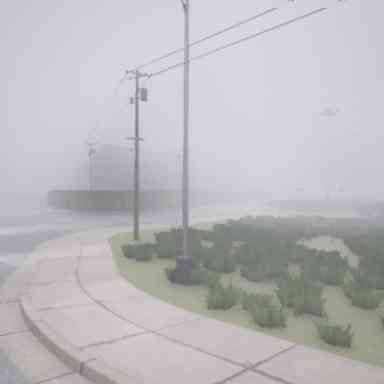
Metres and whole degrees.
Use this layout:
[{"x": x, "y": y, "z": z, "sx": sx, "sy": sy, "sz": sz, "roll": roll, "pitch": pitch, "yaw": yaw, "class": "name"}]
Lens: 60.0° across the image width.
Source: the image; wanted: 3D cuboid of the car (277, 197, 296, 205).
[{"x": 17.564, "y": 1.577, "z": 61.656, "sx": 1.895, "sy": 1.301, "sz": 4.718, "roll": 0, "pitch": 0, "yaw": 35, "class": "car"}]

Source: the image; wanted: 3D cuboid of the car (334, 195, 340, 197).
[{"x": 35.093, "y": 1.468, "z": 80.905, "sx": 1.812, "sy": 1.442, "sz": 4.674, "roll": 0, "pitch": 0, "yaw": 35, "class": "car"}]

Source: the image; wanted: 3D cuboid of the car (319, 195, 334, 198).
[{"x": 28.027, "y": 1.527, "z": 70.661, "sx": 2.033, "sy": 1.411, "sz": 5.357, "roll": 0, "pitch": 0, "yaw": 35, "class": "car"}]

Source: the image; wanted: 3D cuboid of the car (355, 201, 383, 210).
[{"x": 16.891, "y": 1.549, "z": 29.174, "sx": 4.892, "sy": 1.490, "sz": 1.837, "roll": 0, "pitch": 3, "yaw": -2, "class": "car"}]

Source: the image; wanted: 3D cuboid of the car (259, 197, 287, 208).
[{"x": 10.844, "y": 1.458, "z": 45.747, "sx": 2.128, "sy": 1.511, "sz": 4.902, "roll": 0, "pitch": 0, "yaw": 35, "class": "car"}]

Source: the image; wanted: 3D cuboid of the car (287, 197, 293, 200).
[{"x": 15.838, "y": 1.546, "z": 52.983, "sx": 1.994, "sy": 1.385, "sz": 4.181, "roll": 0, "pitch": 0, "yaw": 35, "class": "car"}]
